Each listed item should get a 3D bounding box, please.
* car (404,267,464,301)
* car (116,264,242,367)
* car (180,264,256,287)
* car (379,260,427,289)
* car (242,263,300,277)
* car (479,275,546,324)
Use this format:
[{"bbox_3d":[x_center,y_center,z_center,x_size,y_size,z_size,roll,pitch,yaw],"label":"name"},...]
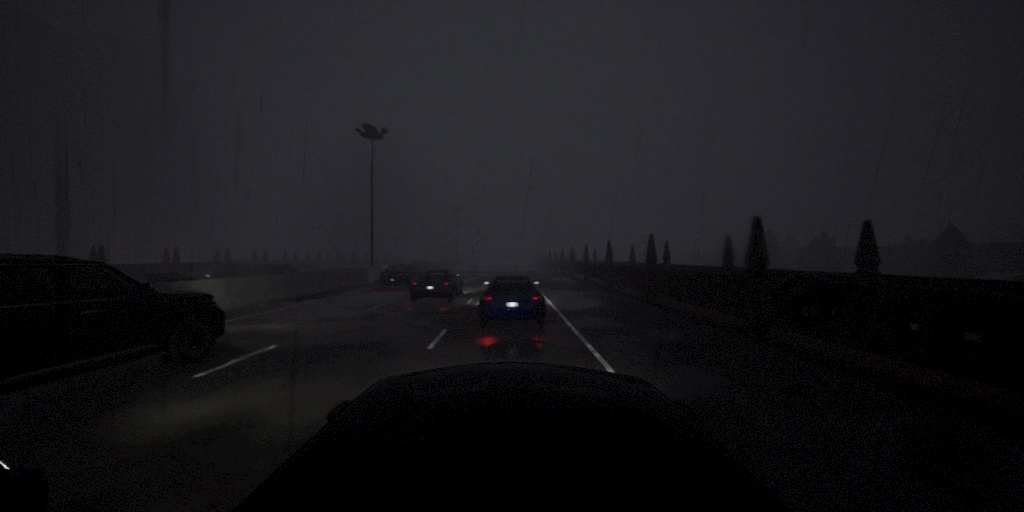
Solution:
[{"bbox_3d":[-3.549,1.332,17.476,1.994,1.385,4.181,0,0,0],"label":"car"},{"bbox_3d":[-6.951,0.992,4.950,2.150,2.045,5.566,0,0,0],"label":"car"},{"bbox_3d":[-21.329,1.347,26.315,1.812,1.442,4.674,0,0,-1],"label":"car"},{"bbox_3d":[-7.106,1.259,23.667,1.882,1.535,5.008,0,0,-1],"label":"car"},{"bbox_3d":[-17.832,1.317,26.650,1.837,1.490,4.892,0,0,-1],"label":"car"},{"bbox_3d":[-0.005,1.320,11.978,1.994,1.385,4.181,0,0,0],"label":"car"}]
